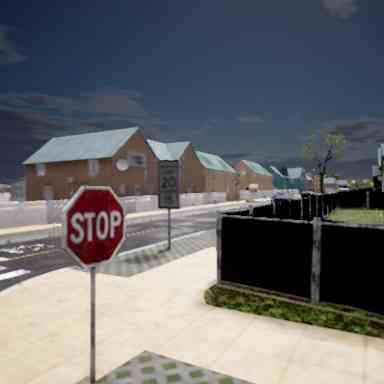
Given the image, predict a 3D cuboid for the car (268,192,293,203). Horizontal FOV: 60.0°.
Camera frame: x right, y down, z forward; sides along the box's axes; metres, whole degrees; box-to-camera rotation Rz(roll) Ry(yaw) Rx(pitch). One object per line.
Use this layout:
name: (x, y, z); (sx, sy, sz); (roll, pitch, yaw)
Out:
car: (12.438, 0.761, 46.417); (2.033, 1.411, 5.357); (-1, 1, 29)

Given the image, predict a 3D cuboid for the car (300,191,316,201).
car: (17.340, 0.610, 49.545); (1.837, 1.490, 4.892); (-1, 1, 29)

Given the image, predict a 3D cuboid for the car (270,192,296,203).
car: (10.234, 0.915, 36.837); (1.994, 1.385, 4.181); (-1, 1, 30)
